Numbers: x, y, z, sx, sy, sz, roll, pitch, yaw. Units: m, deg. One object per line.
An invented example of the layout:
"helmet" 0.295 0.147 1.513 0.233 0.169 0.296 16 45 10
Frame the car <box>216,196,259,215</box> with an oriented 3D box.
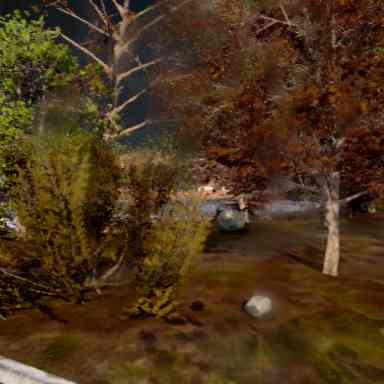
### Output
"car" 4.085 1.341 29.599 4.181 1.385 1.994 -1 0 -40
